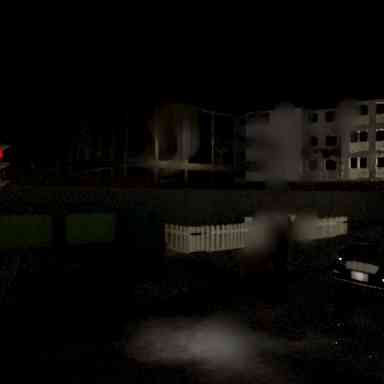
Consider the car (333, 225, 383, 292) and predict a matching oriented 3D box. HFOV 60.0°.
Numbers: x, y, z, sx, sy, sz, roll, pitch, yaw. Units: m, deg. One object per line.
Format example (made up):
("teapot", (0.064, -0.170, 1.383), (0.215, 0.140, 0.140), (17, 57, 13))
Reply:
("car", (5.608, 1.577, 8.605), (4.902, 1.511, 2.128), (1, 0, -36))
